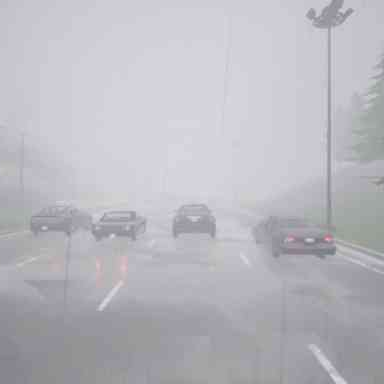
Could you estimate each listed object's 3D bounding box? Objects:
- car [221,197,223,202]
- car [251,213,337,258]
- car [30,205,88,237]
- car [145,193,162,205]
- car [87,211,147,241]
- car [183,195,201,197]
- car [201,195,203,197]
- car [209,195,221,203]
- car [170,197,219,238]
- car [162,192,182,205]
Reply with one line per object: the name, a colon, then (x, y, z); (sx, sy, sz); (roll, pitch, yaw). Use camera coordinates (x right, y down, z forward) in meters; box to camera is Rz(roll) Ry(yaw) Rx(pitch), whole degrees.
car: (4.997, 1.369, 67.614); (1.837, 1.490, 4.892); (0, 0, 17)
car: (3.603, 1.526, 12.703); (2.033, 1.411, 5.357); (0, 0, 0)
car: (-6.897, 1.462, 17.986); (2.128, 1.511, 4.902); (0, 0, 0)
car: (-6.958, 1.395, 58.495); (2.128, 1.511, 4.902); (0, 0, 2)
car: (-3.397, 1.574, 16.454); (1.895, 1.301, 4.718); (0, 0, 0)
car: (0.028, 1.257, 57.695); (2.097, 1.767, 4.553); (0, 0, 2)
car: (1.371, 1.382, 67.635); (1.837, 1.490, 4.892); (0, 0, 17)
car: (3.523, 1.453, 57.336); (2.033, 1.411, 5.357); (0, 0, 2)
car: (0.104, 1.323, 17.740); (2.097, 1.767, 4.553); (0, 0, 0)
car: (-3.464, 1.126, 58.124); (2.150, 2.045, 5.566); (0, 0, 2)
